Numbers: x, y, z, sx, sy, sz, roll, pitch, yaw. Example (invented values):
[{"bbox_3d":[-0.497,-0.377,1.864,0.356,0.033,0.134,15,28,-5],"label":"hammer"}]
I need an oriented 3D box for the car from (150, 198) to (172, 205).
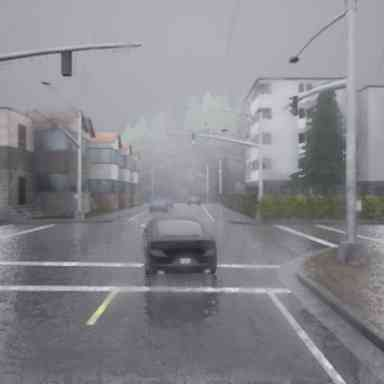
[{"bbox_3d":[-3.595,1.559,37.205,1.882,1.535,5.008,0,0,0],"label":"car"}]

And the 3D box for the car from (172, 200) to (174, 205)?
[{"bbox_3d":[-3.574,1.596,47.555,2.128,1.511,4.902,0,0,0],"label":"car"}]

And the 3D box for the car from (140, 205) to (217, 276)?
[{"bbox_3d":[-0.587,1.461,10.530,1.882,1.535,5.008,1,2,-10],"label":"car"}]

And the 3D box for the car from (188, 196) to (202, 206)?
[{"bbox_3d":[0.491,1.482,59.510,2.097,1.767,4.553,0,0,7],"label":"car"}]
